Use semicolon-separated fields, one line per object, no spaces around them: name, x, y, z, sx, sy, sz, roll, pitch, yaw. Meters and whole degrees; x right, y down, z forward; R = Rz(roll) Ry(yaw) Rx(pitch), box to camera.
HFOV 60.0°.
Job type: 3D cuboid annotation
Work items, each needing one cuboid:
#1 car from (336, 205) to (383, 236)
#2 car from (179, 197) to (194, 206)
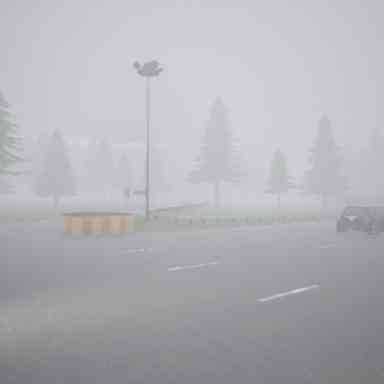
car;10.718;1.565;19.996;4.553;1.767;2.097;1;0;-36
car;-1.218;1.974;63.346;1.895;1.301;4.718;0;0;5
